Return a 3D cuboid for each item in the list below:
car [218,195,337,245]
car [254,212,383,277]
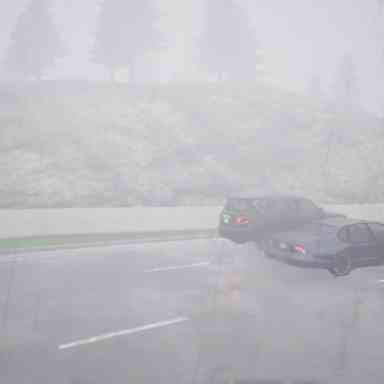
[{"bbox_3d":[3.739,1.138,13.339,5.566,2.045,2.150,0,0,-23],"label":"car"},{"bbox_3d":[4.765,1.492,9.829,5.357,1.411,2.033,0,0,-22],"label":"car"}]
